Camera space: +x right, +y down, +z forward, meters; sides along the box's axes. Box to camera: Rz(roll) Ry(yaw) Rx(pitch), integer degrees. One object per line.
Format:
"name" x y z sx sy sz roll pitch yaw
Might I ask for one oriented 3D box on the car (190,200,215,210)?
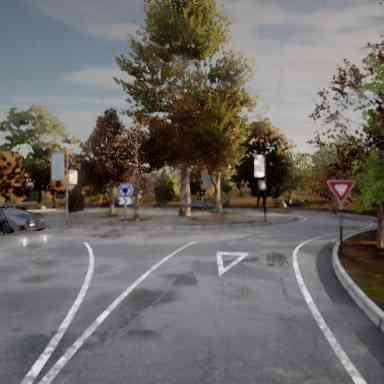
"car" 0.990 1.889 49.888 5.357 1.411 2.033 1 0 16

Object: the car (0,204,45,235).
"car" -10.495 1.626 19.267 4.181 1.385 1.994 0 -1 30
